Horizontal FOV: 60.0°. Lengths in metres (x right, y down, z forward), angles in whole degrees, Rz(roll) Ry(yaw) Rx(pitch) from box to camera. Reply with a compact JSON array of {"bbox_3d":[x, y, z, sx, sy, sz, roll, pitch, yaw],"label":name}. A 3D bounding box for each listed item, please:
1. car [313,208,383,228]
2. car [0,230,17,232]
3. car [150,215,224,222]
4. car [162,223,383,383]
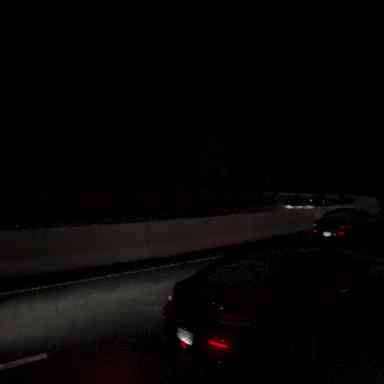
[{"bbox_3d":[6.870,1.433,14.374,4.674,1.442,1.812,-1,0,-43],"label":"car"},{"bbox_3d":[-10.207,1.559,13.975,5.357,1.411,2.033,0,0,-36],"label":"car"},{"bbox_3d":[0.256,1.482,17.950,5.357,1.411,2.033,-1,0,-42],"label":"car"},{"bbox_3d":[1.726,1.497,5.313,4.674,1.442,1.812,-1,0,-38],"label":"car"}]
